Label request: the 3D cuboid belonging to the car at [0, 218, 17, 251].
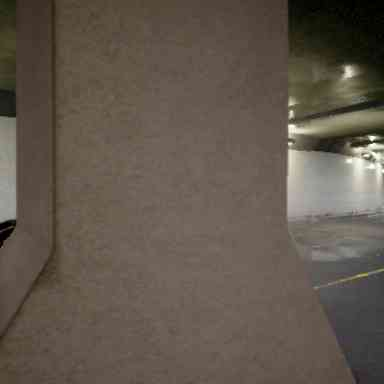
[{"bbox_3d":[-4.471,1.434,8.901,4.892,1.490,1.837,0,0,-35],"label":"car"}]
